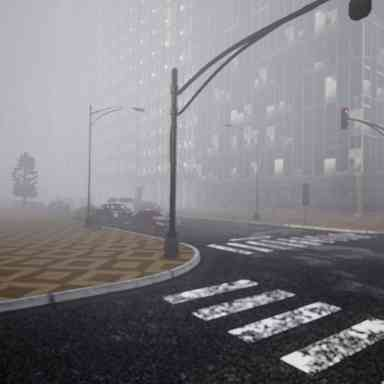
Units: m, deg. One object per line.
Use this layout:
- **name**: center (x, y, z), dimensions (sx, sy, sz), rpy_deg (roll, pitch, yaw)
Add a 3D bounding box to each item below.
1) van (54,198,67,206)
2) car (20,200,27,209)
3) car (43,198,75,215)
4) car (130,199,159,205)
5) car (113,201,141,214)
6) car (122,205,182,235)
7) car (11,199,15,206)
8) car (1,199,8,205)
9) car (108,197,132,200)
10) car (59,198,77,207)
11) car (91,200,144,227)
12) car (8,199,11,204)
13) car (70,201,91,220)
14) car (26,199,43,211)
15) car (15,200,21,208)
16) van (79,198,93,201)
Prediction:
- **van**: center (-27.921, 2.118, 70.767), dimensions (1.690, 1.788, 3.998), rpy_deg (1, -1, -35)
- **car**: center (-25.022, 2.029, 51.990), dimensions (1.947, 1.339, 4.313), rpy_deg (1, -1, -35)
- **car**: center (-15.255, 1.739, 38.017), dimensions (1.967, 1.590, 4.097), rpy_deg (1, -1, -35)
- **car**: center (-5.130, 1.833, 38.158), dimensions (1.967, 1.590, 4.097), rpy_deg (1, -1, -35)
- **car**: center (-8.483, 1.975, 42.954), dimensions (1.752, 1.417, 4.829), rpy_deg (1, -1, -35)
- **car**: center (-2.231, 1.662, 19.382), dimensions (1.802, 1.307, 4.206), rpy_deg (1, -1, -35)
- **car**: center (-31.535, 2.124, 61.307), dimensions (2.008, 1.369, 4.403), rpy_deg (1, -1, -35)
- **car**: center (-41.302, 2.288, 75.282), dimensions (2.008, 1.369, 4.403), rpy_deg (1, -1, -35)
- **car**: center (-8.673, 1.593, 38.729), dimensions (2.150, 2.045, 5.566), rpy_deg (1, -1, -35)
- **car**: center (-24.665, 2.037, 66.109), dimensions (2.192, 1.841, 5.009), rpy_deg (1, -1, -35)
- **car**: center (-5.487, 1.575, 24.042), dimensions (1.967, 1.590, 4.097), rpy_deg (1, -1, -35)
- **car**: center (-34.790, 2.210, 65.965), dimensions (1.802, 1.307, 4.206), rpy_deg (1, -1, -35)
- **car**: center (-8.646, 1.714, 28.560), dimensions (1.752, 1.417, 4.829), rpy_deg (1, -1, -35)
- **car**: center (-21.767, 1.960, 47.332), dimensions (2.008, 1.369, 4.403), rpy_deg (1, -1, -35)
- **car**: center (-28.278, 2.063, 56.649), dimensions (1.887, 1.381, 4.507), rpy_deg (1, -1, -35)
- **van**: center (-18.153, 1.954, 56.792), dimensions (1.690, 1.788, 3.998), rpy_deg (1, -1, -35)
